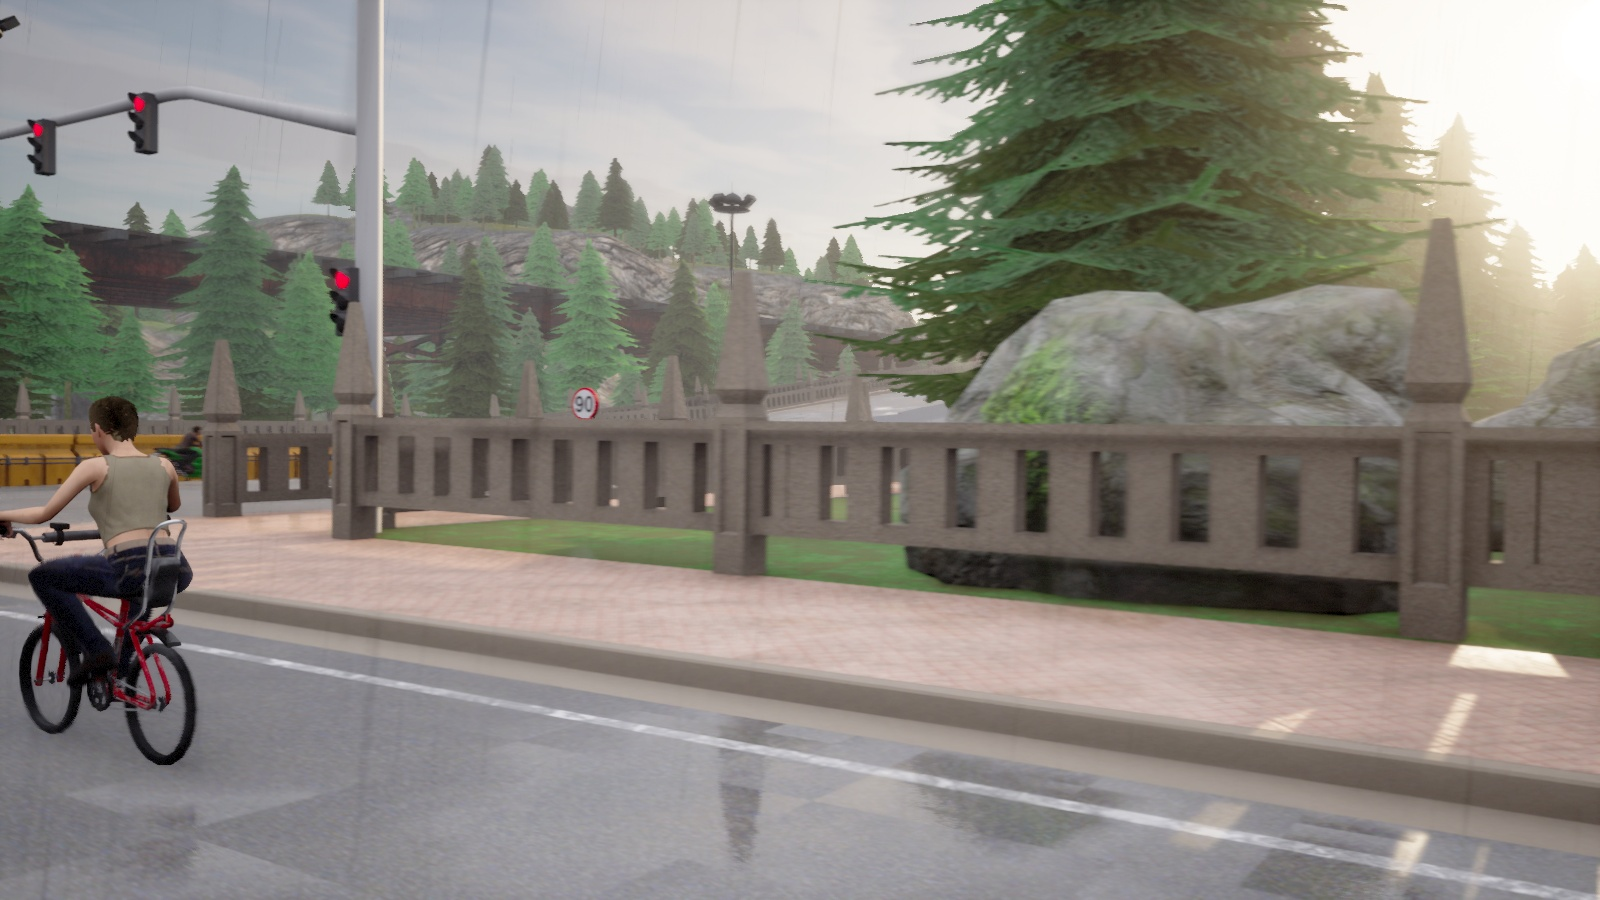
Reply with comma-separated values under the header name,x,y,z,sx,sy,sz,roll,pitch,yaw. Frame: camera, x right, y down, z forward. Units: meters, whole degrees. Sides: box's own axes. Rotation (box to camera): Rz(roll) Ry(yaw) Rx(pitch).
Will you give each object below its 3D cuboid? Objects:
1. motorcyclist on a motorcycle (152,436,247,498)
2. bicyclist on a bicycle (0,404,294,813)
name,x,y,z,sx,sy,sz,roll,pitch,yaw
motorcyclist on a motorcycle,-15.365,0.413,32.169,0.797,1.523,2.044,0,1,34
bicyclist on a bicycle,-3.162,0.618,5.718,1.509,1.612,0.866,0,1,34
